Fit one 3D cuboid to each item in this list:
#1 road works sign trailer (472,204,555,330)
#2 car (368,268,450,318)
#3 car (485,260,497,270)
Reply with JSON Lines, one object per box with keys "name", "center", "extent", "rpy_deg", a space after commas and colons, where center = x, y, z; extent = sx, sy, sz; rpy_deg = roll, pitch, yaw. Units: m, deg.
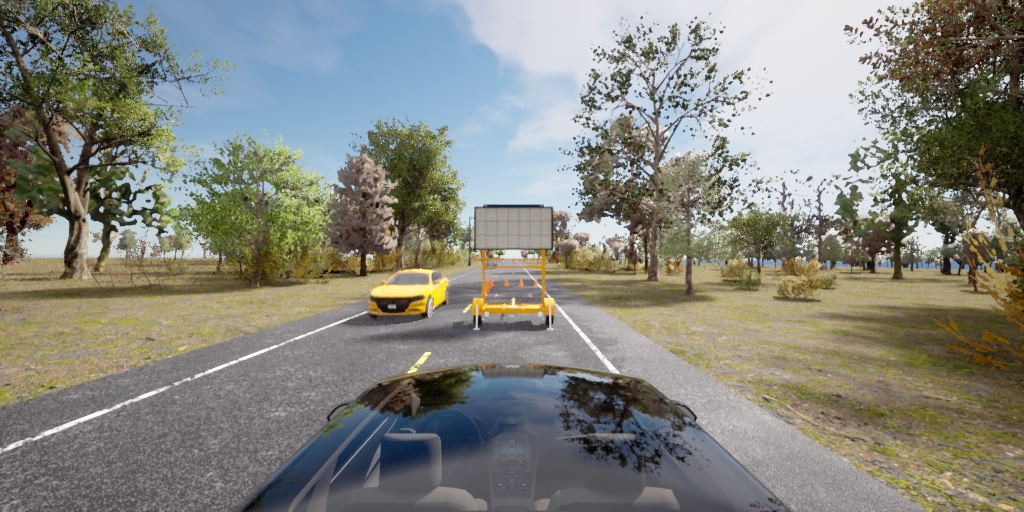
{"name": "road works sign trailer", "center": [0.050, 0.217, 11.094], "extent": [2.380, 3.560, 2.880], "rpy_deg": [0, 0, 0]}
{"name": "car", "center": [-3.546, 1.232, 13.139], "extent": [1.882, 1.535, 5.008], "rpy_deg": [0, 0, 0]}
{"name": "car", "center": [-3.326, 1.318, 56.059], "extent": [2.128, 1.511, 4.902], "rpy_deg": [0, 0, 0]}
